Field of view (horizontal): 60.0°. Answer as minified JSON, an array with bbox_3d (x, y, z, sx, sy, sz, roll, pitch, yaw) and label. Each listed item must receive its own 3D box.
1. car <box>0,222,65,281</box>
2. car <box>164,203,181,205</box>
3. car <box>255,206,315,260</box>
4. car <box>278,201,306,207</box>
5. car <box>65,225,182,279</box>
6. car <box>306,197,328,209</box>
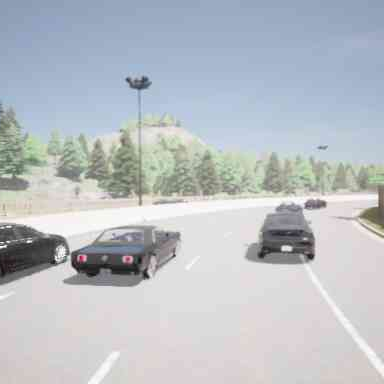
[{"bbox_3d":[-5.376,1.615,9.375,1.837,1.490,4.892,-1,0,10],"label":"car"},{"bbox_3d":[-2.157,1.754,47.029,1.994,1.385,4.181,-1,0,32],"label":"car"},{"bbox_3d":[3.466,1.498,12.543,1.837,1.490,4.892,-1,0,14],"label":"car"},{"bbox_3d":[9.056,1.537,31.046,1.994,1.385,4.181,-1,0,27],"label":"car"},{"bbox_3d":[-1.672,1.660,10.302,1.895,1.301,4.718,-1,0,11],"label":"car"},{"bbox_3d":[15.953,1.404,42.670,2.128,1.511,4.902,-1,0,36],"label":"car"}]
